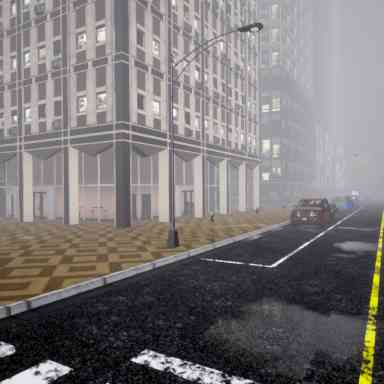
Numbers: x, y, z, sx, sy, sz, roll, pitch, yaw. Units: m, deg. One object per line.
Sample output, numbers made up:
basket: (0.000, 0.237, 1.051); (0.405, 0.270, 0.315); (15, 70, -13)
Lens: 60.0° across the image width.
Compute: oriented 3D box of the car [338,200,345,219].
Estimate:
car: (10.917, 1.562, 27.074); (1.947, 1.339, 4.313); (-1, 0, 30)

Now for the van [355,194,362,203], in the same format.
van: (22.136, 1.327, 46.220); (1.690, 1.788, 3.998); (-1, 0, 30)

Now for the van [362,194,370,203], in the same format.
van: (36.112, 1.313, 70.181); (1.690, 1.788, 3.998); (-1, 0, 30)

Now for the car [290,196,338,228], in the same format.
car: (8.080, 1.314, 22.308); (2.192, 1.841, 5.009); (-1, 0, 30)

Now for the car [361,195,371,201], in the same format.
car: (41.705, 1.511, 79.765); (1.887, 1.381, 4.507); (-1, 0, 30)

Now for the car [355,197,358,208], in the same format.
car: (19.344, 1.570, 41.426); (1.802, 1.307, 4.206); (-1, 0, 30)

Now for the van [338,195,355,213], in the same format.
van: (16.546, 1.332, 36.635); (1.690, 1.788, 3.998); (-1, 0, 30)
